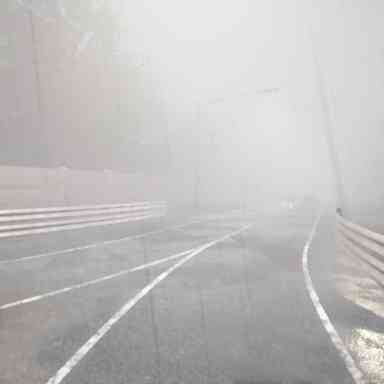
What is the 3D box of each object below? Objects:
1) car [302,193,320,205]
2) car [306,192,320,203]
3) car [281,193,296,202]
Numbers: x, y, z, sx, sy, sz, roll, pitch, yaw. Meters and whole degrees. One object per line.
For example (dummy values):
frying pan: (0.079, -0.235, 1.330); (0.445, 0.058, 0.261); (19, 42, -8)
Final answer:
car: (16.689, 1.003, 46.970); (1.837, 1.490, 4.892); (1, 1, 23)
car: (20.472, 0.870, 56.116); (1.882, 1.535, 5.008); (1, 1, 23)
car: (15.548, 0.858, 53.479); (2.128, 1.511, 4.902); (1, 1, 23)
